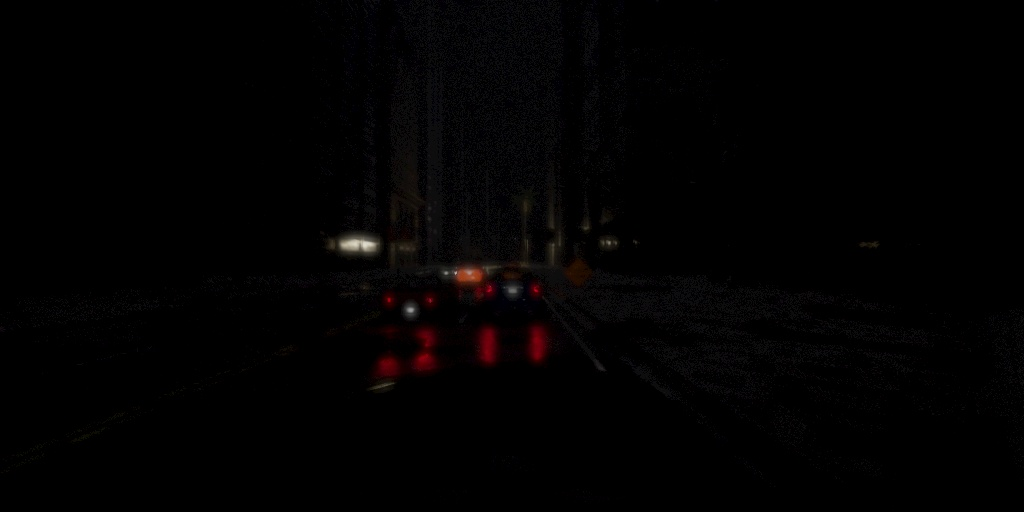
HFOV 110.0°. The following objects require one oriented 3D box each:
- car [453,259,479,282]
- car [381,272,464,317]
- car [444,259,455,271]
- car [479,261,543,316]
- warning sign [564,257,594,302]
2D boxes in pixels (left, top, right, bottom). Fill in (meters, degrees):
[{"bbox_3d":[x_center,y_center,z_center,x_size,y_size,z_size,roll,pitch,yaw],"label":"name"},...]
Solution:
[{"bbox_3d":[-3.200,1.338,29.157,2.097,1.767,4.553,0,-1,1],"label":"car"},{"bbox_3d":[-3.210,1.453,13.628,1.895,1.301,4.718,0,0,1],"label":"car"},{"bbox_3d":[-9.775,1.473,59.686,2.150,2.045,5.566,0,0,1],"label":"car"},{"bbox_3d":[0.046,1.208,14.148,2.097,1.767,4.553,0,-1,1],"label":"car"},{"bbox_3d":[2.854,0.983,15.337,1.300,1.860,1.060,0,0,0],"label":"warning sign"}]
